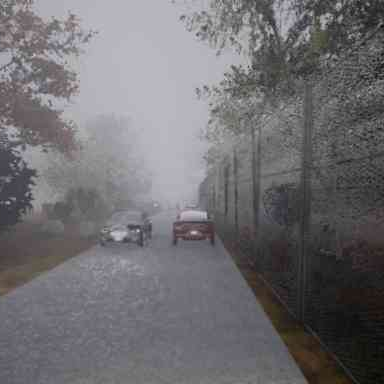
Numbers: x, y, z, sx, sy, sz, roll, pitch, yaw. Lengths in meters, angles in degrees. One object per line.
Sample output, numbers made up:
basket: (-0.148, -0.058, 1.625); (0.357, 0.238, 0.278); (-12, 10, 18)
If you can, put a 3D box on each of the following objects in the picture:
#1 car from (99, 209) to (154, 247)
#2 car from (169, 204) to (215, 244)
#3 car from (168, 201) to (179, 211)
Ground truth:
car: (-2.875, 1.568, 15.397); (2.128, 1.511, 4.902); (0, 0, 0)
car: (0.075, 1.563, 16.328); (1.882, 1.535, 5.008); (0, -1, 0)
car: (-3.053, 2.343, 56.052); (2.128, 1.511, 4.902); (0, -2, 0)
